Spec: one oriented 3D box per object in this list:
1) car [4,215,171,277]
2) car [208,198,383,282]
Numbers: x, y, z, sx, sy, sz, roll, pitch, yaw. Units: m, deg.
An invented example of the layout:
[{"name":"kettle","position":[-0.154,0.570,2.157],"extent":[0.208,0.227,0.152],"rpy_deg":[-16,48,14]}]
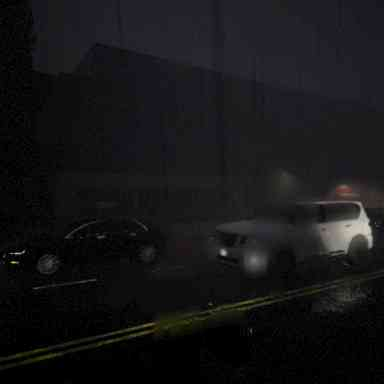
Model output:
[{"name":"car","position":[-3.034,1.505,10.322],"extent":[4.892,1.490,1.837],"rpy_deg":[0,0,-32]},{"name":"car","position":[3.155,1.222,10.082],"extent":[5.566,2.045,2.150],"rpy_deg":[0,0,-32]}]
